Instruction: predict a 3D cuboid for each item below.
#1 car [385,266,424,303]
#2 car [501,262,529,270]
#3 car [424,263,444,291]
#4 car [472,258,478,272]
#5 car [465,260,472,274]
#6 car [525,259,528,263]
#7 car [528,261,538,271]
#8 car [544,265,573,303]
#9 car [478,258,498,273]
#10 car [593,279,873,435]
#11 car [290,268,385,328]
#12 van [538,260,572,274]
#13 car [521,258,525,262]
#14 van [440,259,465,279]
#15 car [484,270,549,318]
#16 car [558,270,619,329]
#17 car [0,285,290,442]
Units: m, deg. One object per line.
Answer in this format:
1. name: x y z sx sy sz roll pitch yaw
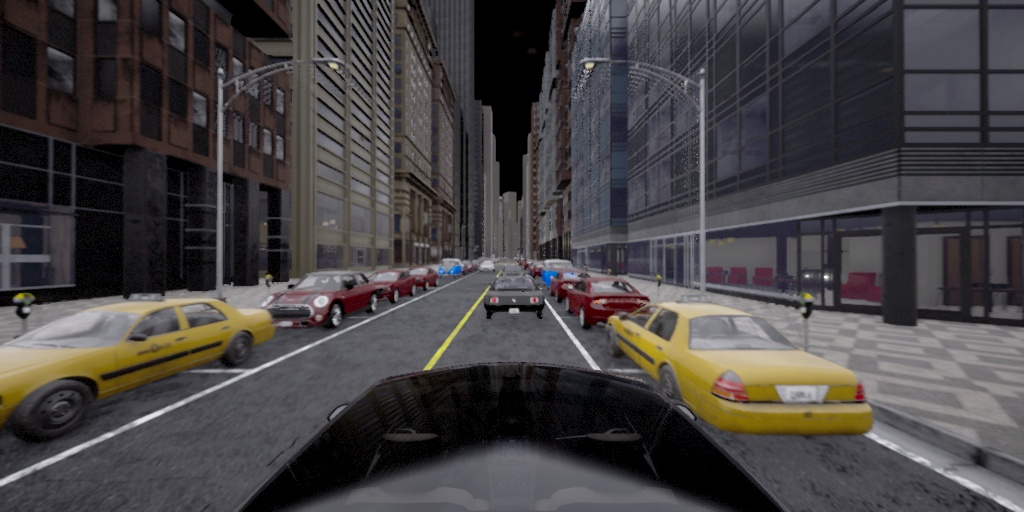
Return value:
1. car: -5.763 1.322 16.758 1.888 1.381 4.507 0 0 0
2. car: 0.080 1.399 28.271 1.895 1.301 4.718 0 0 0
3. car: -5.764 1.332 22.361 1.888 1.381 4.507 0 0 0
4. car: -5.765 1.268 44.768 1.967 1.591 4.097 0 0 0
5. car: -5.764 1.400 39.165 1.802 1.307 4.207 0 0 0
6. car: 2.761 1.258 39.176 1.967 1.591 4.097 0 0 0
7. car: 2.761 1.353 33.575 1.888 1.381 4.507 0 0 0
8. car: 2.762 1.322 16.767 1.888 1.381 4.507 0 0 0
9. car: -3.090 1.355 45.038 1.812 1.442 4.674 0 0 0
10. car: 2.762 1.282 5.733 1.751 1.417 4.829 0 0 0
11. car: -5.763 1.207 11.157 1.967 1.591 4.097 0 0 0
12. van: 2.762 1.128 22.369 1.690 1.789 3.998 0 0 0
13. car: 2.760 1.395 55.982 1.888 1.381 4.507 0 0 0
14. van: -5.764 1.149 33.564 1.690 1.789 3.998 0 0 0
15. car: 0.080 1.371 13.066 1.895 1.301 4.718 0 0 0
16. car: 2.762 1.312 11.166 1.888 1.381 4.507 0 0 0
17. car: -5.763 1.282 5.385 1.751 1.417 4.829 0 0 0
